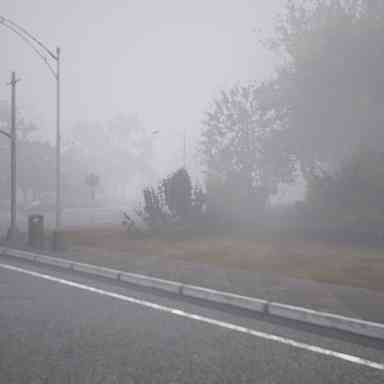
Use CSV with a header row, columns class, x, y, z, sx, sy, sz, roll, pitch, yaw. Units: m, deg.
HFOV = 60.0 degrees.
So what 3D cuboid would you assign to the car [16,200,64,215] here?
class,x,y,z,sx,sy,sz,roll,pitch,yaw
car,-15.092,1.520,33.300,1.812,1.442,4.674,0,0,32
